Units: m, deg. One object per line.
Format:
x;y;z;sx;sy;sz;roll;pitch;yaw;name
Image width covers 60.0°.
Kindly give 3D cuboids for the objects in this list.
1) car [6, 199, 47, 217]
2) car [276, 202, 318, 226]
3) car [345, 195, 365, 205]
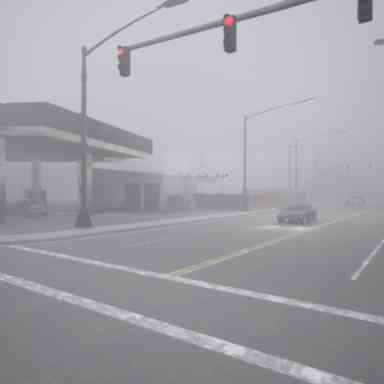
-14.341;1.332;28.808;3.806;1.475;1.970;0;0;36;car
7.522;1.535;23.621;1.837;1.490;4.892;0;2;35;car
21.755;1.147;44.243;2.097;1.767;4.553;0;0;35;car
